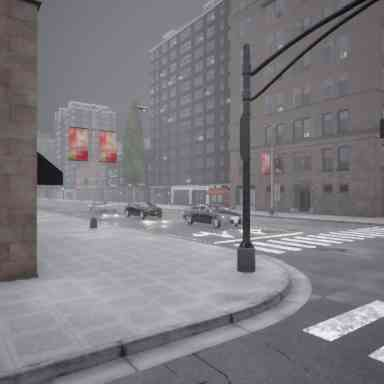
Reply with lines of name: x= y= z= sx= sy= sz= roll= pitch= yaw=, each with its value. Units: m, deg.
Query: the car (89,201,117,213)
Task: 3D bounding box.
car: x=-10.440 y=1.741 z=38.894 sx=1.895 sy=1.301 sz=4.718 roll=0 pitch=0 yaw=-36

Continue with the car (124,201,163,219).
car: x=-4.538 y=1.579 z=30.659 sx=1.882 sy=1.535 sz=5.008 roll=0 pitch=0 yaw=-35

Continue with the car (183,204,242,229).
car: x=1.284 y=1.554 z=22.549 sx=2.128 sy=1.511 sz=4.902 roll=0 pitch=0 yaw=-36
